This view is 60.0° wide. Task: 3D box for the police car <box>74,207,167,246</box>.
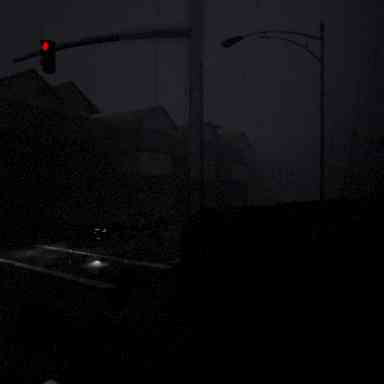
[{"bbox_3d":[-3.383,1.590,16.699,1.930,1.638,5.238,0,0,35],"label":"police car"}]
